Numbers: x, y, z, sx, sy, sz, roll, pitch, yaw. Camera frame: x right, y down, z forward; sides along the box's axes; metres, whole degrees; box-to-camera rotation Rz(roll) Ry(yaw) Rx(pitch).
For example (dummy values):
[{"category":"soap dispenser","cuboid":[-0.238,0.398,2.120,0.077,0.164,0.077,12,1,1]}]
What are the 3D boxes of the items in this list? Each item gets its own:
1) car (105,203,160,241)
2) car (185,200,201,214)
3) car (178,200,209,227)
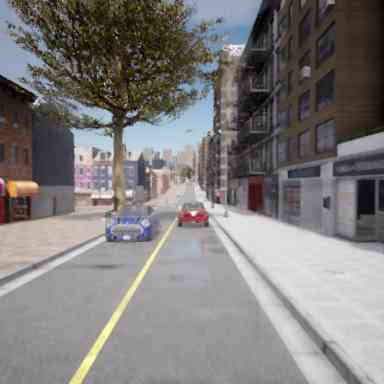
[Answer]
[{"category":"car","cuboid":[-2.849,1.399,16.727,2.097,1.767,4.553,0,0,0]},{"category":"car","cuboid":[0.103,1.746,39.571,1.837,1.490,4.892,0,-1,0]},{"category":"car","cuboid":[0.098,1.445,23.617,2.097,1.767,4.553,0,0,0]}]
